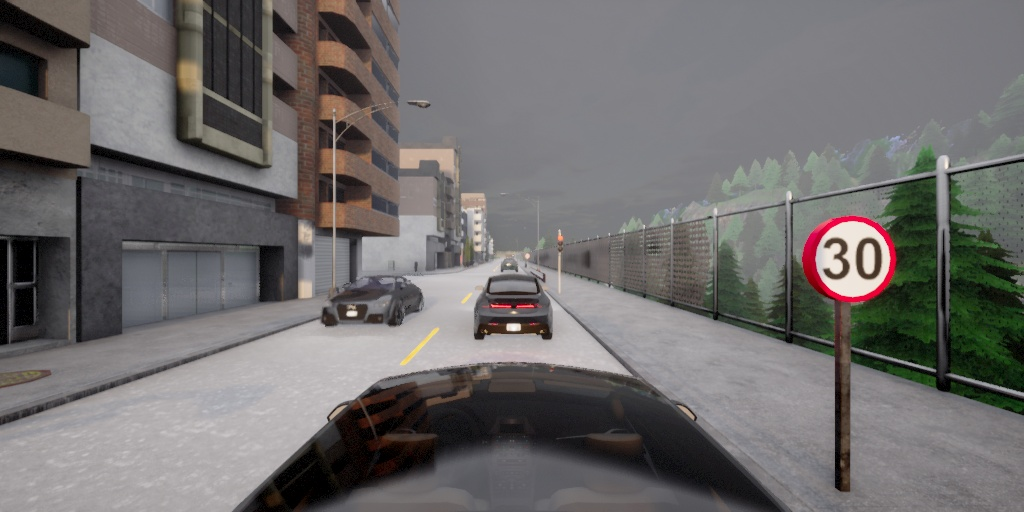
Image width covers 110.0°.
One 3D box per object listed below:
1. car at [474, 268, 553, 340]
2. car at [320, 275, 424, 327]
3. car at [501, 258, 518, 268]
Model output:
[{"bbox_3d":[0.015,1.253,9.957,1.837,1.490,4.892,0,0,0],"label":"car"},{"bbox_3d":[-4.164,1.312,11.311,1.994,1.385,4.181,0,0,0],"label":"car"},{"bbox_3d":[-0.330,1.094,45.129,2.097,1.767,4.553,0,0,0],"label":"car"}]
